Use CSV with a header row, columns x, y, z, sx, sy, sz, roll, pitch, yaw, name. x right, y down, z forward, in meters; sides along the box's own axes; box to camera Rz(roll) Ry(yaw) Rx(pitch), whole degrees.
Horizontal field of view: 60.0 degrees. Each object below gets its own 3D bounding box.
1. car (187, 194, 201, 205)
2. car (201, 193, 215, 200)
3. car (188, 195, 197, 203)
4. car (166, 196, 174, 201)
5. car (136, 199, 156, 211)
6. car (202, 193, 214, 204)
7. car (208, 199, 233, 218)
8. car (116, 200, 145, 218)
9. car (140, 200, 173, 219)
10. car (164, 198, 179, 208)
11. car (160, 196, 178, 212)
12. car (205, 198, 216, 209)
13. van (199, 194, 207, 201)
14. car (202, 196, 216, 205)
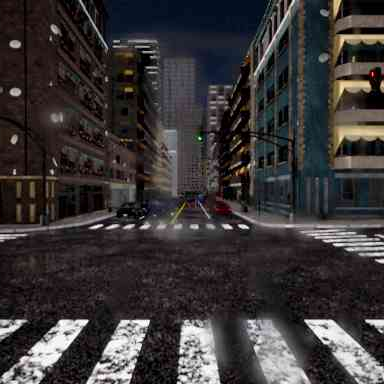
x,y,z,sx,sy,sz,roll,pitch,yaw,name
0.083,1.568,60.655,2.128,1.511,4.902,0,0,0,car
3.191,1.306,60.960,2.150,2.045,5.566,0,0,0,car
0.097,1.449,69.828,1.812,1.442,4.674,0,0,0,car
-5.580,1.646,85.452,1.752,1.417,4.829,0,0,0,car
-5.640,1.613,41.434,1.947,1.339,4.313,0,0,0,car
3.201,1.310,67.960,2.150,2.045,5.566,0,0,0,car
2.725,1.614,30.363,1.802,1.307,4.206,0,0,0,car
-5.656,1.598,30.386,1.947,1.339,4.313,0,0,0,car
-3.059,1.632,29.524,1.895,1.301,4.718,0,0,0,car
-3.020,1.586,49.732,1.812,1.442,4.674,0,0,0,car
-3.042,1.397,39.521,2.097,1.767,4.553,0,0,0,car
2.733,1.605,35.886,1.947,1.339,4.313,0,0,0,car
2.800,1.462,85.598,1.690,1.788,3.998,-1,0,0,van
2.748,1.600,46.933,1.887,1.381,4.507,0,0,0,car
